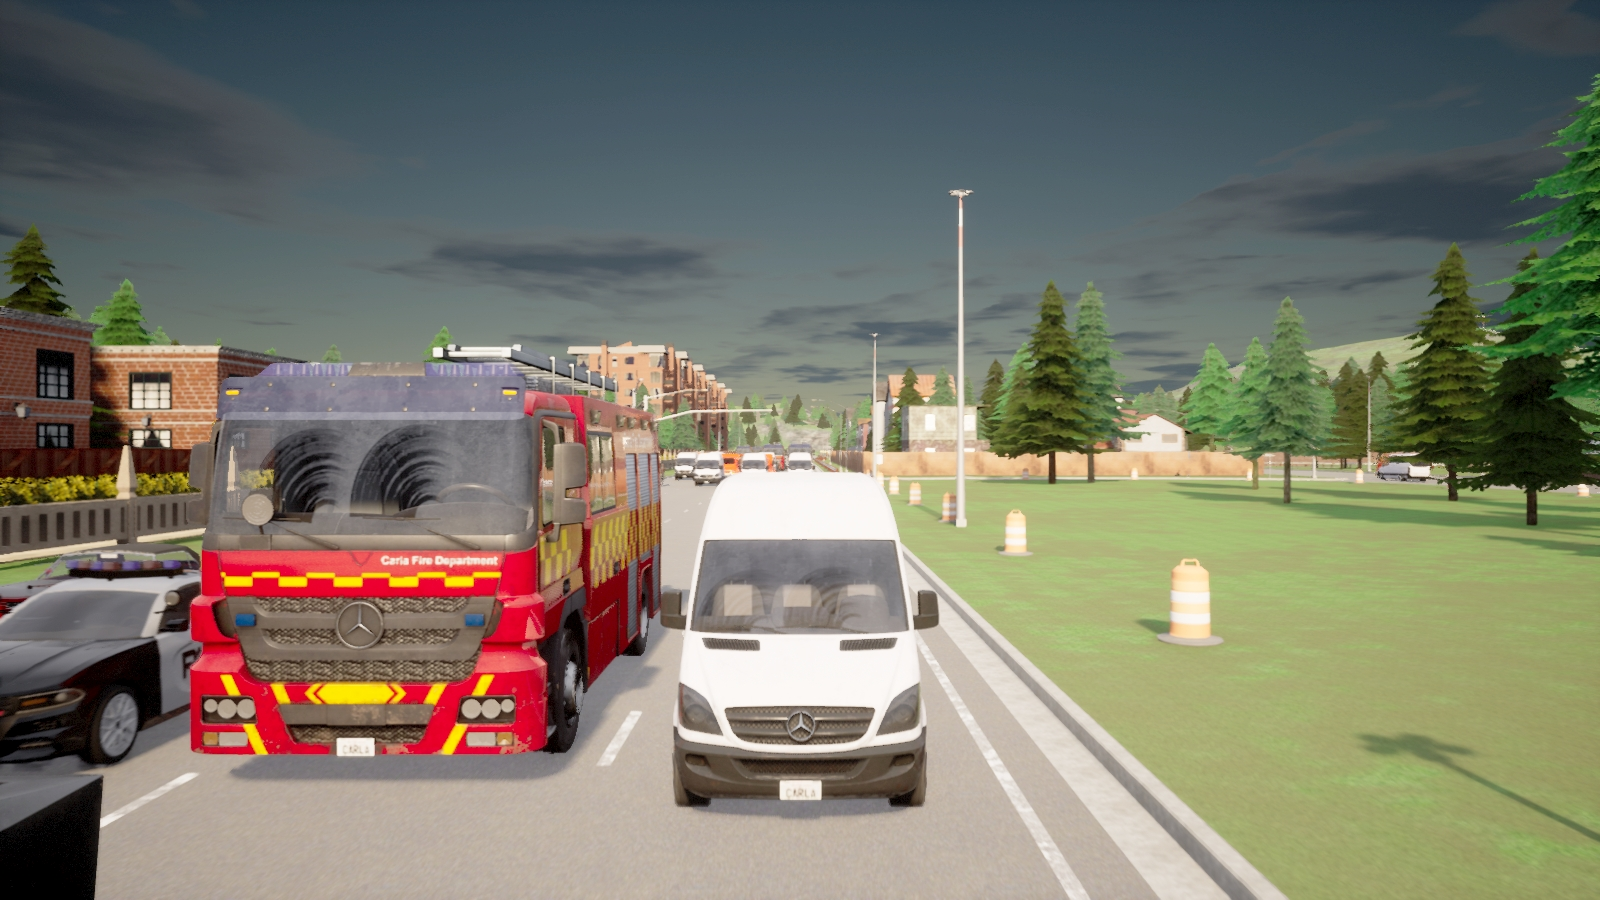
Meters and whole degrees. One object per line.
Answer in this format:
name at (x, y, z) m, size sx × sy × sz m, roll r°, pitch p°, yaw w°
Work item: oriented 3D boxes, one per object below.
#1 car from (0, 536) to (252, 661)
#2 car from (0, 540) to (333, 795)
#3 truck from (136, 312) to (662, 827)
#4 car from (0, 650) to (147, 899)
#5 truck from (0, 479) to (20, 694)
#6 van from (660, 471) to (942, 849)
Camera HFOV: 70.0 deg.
car at (-10.498, 2.155, 17.557) m, size 1.895 × 1.301 × 4.718 m, roll 0°, pitch 0°, yaw 0°
car at (-6.998, 1.982, 11.925) m, size 2.097 × 1.638 × 5.238 m, roll 0°, pitch 0°, yaw 0°
truck at (-3.495, 0.890, 12.732) m, size 2.891 × 3.827 × 8.468 m, roll 0°, pitch 0°, yaw 0°
car at (-3.499, 1.754, 0.896) m, size 2.390 × 2.098 × 6.274 m, roll 0°, pitch 0°, yaw 0°
truck at (-10.502, 1.569, 10.853) m, size 2.627 × 2.467 × 5.204 m, roll 0°, pitch 0°, yaw 0°
van at (0.005, 1.534, 11.010) m, size 1.988 × 2.561 × 5.915 m, roll 0°, pitch 0°, yaw 0°
